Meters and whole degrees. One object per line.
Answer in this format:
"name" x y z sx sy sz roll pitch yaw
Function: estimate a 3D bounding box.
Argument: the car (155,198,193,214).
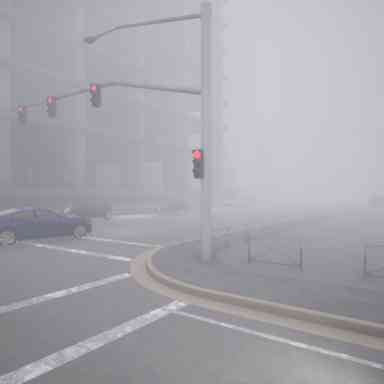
"car" -1.835 1.429 34.598 2.128 1.511 4.902 0 0 35

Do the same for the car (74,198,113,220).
"car" -8.342 1.290 25.419 2.097 1.767 4.553 0 0 36

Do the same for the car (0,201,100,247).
"car" -7.060 1.429 15.099 5.008 1.535 1.882 -1 1 -44

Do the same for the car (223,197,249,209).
"car" 6.038 1.416 45.679 1.882 1.535 5.008 0 1 36
